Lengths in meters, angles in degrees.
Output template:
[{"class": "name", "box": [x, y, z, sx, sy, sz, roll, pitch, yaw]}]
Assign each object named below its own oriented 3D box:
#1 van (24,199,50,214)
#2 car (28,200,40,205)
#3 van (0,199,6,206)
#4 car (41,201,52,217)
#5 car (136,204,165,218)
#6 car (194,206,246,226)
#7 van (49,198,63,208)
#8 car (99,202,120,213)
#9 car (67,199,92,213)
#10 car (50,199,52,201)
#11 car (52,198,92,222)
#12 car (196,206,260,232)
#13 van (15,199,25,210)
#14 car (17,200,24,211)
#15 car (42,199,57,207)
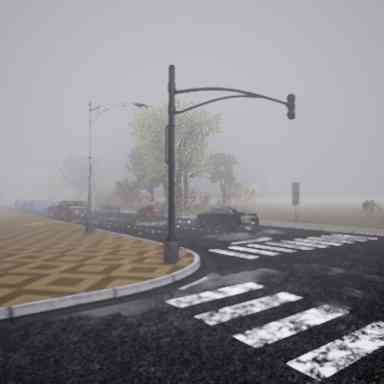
[{"class": "van", "box": [-20.538, 1.892, 43.980, 1.690, 1.788, 3.998, -1, 0, -36]}, {"class": "car", "box": [-40.292, 2.681, 84.587, 1.947, 1.339, 4.313, -1, 0, -36]}, {"class": "van", "box": [-43.360, 2.360, 75.398, 1.690, 1.788, 3.998, -1, 0, -36]}, {"class": "car", "box": [-14.054, 1.983, 34.974, 1.947, 1.339, 4.313, -1, 0, -36]}, {"class": "car", "box": [-4.397, 1.963, 35.329, 1.802, 1.307, 4.206, -1, 0, -36]}, {"class": "car", "box": [2.146, 1.830, 26.383, 1.802, 1.307, 4.206, -1, 0, -36]}, {"class": "van", "box": [-27.270, 2.190, 66.656, 1.690, 1.788, 3.998, -1, 0, -36]}, {"class": "car", "box": [-10.985, 2.065, 44.241, 2.008, 1.369, 4.403, -1, 0, -36]}, {"class": "car", "box": [-15.816, 1.915, 46.633, 2.097, 1.767, 4.553, 0, -1, -36]}, {"class": "car", "box": [-21.893, 2.165, 54.908, 1.882, 1.535, 5.008, 0, -1, -36]}, {"class": "car", "box": [-10.835, 1.665, 30.461, 2.192, 1.841, 5.009, -1, 0, -36]}, {"class": "car", "box": [2.221, 1.684, 21.710, 2.128, 1.511, 4.902, 0, -1, -36]}, {"class": "van", "box": [-27.058, 2.026, 52.956, 1.690, 1.788, 3.998, -1, 0, -36]}, {"class": "car", "box": [-23.795, 2.200, 48.467, 1.802, 1.307, 4.206, -1, 0, -36]}, {"class": "car", "box": [-30.525, 2.356, 71.138, 1.967, 1.590, 4.097, -1, 0, -36]}]
